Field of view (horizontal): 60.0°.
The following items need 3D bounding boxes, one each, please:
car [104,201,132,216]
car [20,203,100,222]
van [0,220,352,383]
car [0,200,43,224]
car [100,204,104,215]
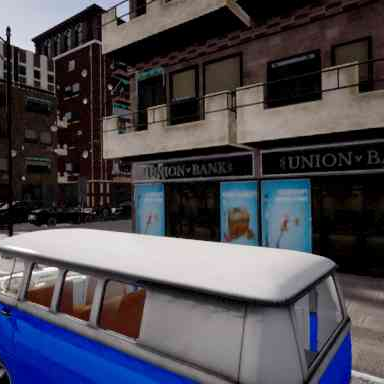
[{"bbox_3d":[-6.447,1.680,35.376,2.128,1.511,4.902,-1,-1,36],"label":"car"},{"bbox_3d":[-8.744,1.583,22.405,1.947,1.339,4.313,-2,-1,36],"label":"car"},{"bbox_3d":[-0.578,1.342,3.263,3.998,1.788,1.690,0,-1,35],"label":"van"},{"bbox_3d":[-13.467,1.473,25.759,2.097,1.767,4.553,-1,-1,36],"label":"car"},{"bbox_3d":[-8.868,1.797,36.457,1.947,1.339,4.313,-2,-1,36],"label":"car"}]
